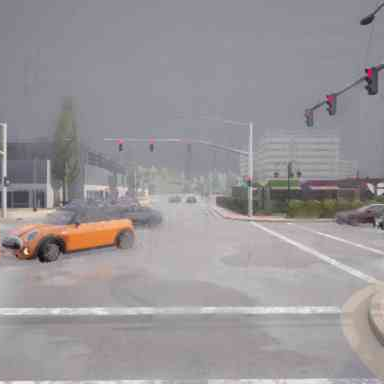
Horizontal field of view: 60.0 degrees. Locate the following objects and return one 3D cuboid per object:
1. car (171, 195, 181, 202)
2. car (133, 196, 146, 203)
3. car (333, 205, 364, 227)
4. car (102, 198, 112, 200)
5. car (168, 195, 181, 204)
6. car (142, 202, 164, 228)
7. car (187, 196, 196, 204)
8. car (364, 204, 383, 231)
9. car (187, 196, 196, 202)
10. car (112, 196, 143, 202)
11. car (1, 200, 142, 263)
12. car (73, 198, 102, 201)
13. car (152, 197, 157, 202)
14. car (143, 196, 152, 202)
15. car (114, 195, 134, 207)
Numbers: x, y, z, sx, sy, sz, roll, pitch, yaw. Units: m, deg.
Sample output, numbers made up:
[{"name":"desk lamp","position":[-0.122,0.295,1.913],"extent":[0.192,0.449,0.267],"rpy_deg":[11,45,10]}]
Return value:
[{"name":"car","position":[-3.587,1.425,74.922],"extent":[1.994,1.385,4.181],"rpy_deg":[0,0,0]},{"name":"car","position":[-10.589,1.507,67.302],"extent":[1.837,1.490,4.892],"rpy_deg":[0,0,0]},{"name":"car","position":[11.846,1.526,21.996],"extent":[4.674,1.442,1.812],"rpy_deg":[0,0,1]},{"name":"car","position":[-10.643,1.491,41.489],"extent":[2.128,1.511,4.902],"rpy_deg":[0,0,0]},{"name":"car","position":[-3.575,1.547,64.648],"extent":[2.033,1.411,5.357],"rpy_deg":[0,0,0]},{"name":"car","position":[-3.925,1.565,21.791],"extent":[4.181,1.385,1.994],"rpy_deg":[0,0,0]},{"name":"car","position":[-0.075,1.491,64.652],"extent":[2.128,1.511,4.902],"rpy_deg":[0,0,0]},{"name":"car","position":[12.703,1.491,18.520],"extent":[4.902,1.511,2.128],"rpy_deg":[0,0,-2]},{"name":"car","position":[-0.088,1.468,74.958],"extent":[1.895,1.301,4.718],"rpy_deg":[0,0,0]},{"name":"car","position":[-7.130,1.352,37.184],"extent":[2.097,1.767,4.553],"rpy_deg":[0,0,0]},{"name":"car","position":[-4.337,1.352,12.177],"extent":[2.097,1.767,4.553],"rpy_deg":[0,0,39]},{"name":"car","position":[-10.714,1.352,32.341],"extent":[2.097,1.767,4.553],"rpy_deg":[0,0,2]},{"name":"car","position":[-7.133,1.525,57.834],"extent":[1.812,1.442,4.674],"rpy_deg":[0,0,0]},{"name":"car","position":[-7.139,1.477,46.306],"extent":[1.882,1.535,5.008],"rpy_deg":[0,0,0]},{"name":"car","position":[-10.647,1.352,52.366],"extent":[2.097,1.767,4.553],"rpy_deg":[0,0,0]}]
